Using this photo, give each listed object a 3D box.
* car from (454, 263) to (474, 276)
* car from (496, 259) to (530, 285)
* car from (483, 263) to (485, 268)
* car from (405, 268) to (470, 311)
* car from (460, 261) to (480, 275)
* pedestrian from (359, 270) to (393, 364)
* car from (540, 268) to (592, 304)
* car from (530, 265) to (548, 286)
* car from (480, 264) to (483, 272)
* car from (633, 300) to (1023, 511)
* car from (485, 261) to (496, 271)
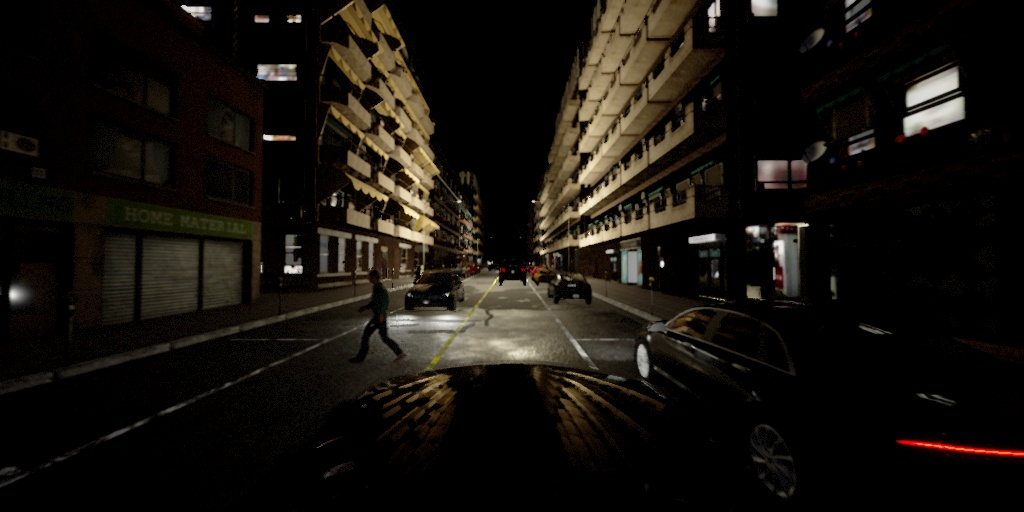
[{"bbox_3d":[-5.730,1.723,39.552,1.948,1.339,4.313,0,0,0],"label":"car"},{"bbox_3d":[0.054,1.274,29.494,2.150,2.045,5.566,0,0,0],"label":"car"},{"bbox_3d":[-5.748,1.920,56.264,1.802,1.307,4.207,0,0,0],"label":"car"},{"bbox_3d":[-3.121,1.423,15.354,1.812,1.442,4.674,0,0,0],"label":"car"},{"bbox_3d":[-5.736,1.532,45.122,2.192,1.841,5.009,0,0,0],"label":"car"},{"bbox_3d":[-2.554,1.098,6.768,0.375,1.860,0.375,1,-2,-5],"label":"pedestrian"},{"bbox_3d":[2.675,1.467,17.237,2.007,1.370,4.403,0,0,0],"label":"car"},{"bbox_3d":[2.663,1.562,28.549,1.751,1.417,4.829,0,0,0],"label":"car"},{"bbox_3d":[-5.742,1.592,50.693,2.192,1.841,5.009,0,0,0],"label":"car"},{"bbox_3d":[2.998,1.283,4.298,1.837,1.490,4.892,0,-1,0],"label":"car"},{"bbox_3d":[-3.067,1.954,62.741,2.033,1.411,5.357,0,-1,0],"label":"car"}]
